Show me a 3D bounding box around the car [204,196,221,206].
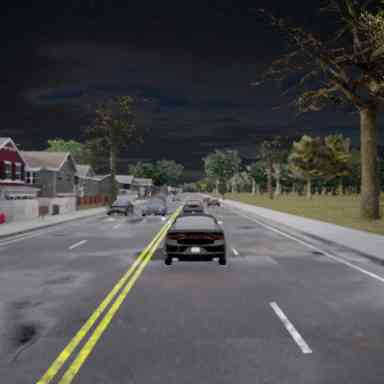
[{"bbox_3d":[3.346,1.491,52.422,1.812,1.442,4.674,0,0,0],"label":"car"}]

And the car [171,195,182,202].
[{"bbox_3d":[-3.244,1.423,71.163,1.837,1.490,4.892,0,0,0],"label":"car"}]

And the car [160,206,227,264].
[{"bbox_3d":[0.102,1.473,11.809,1.882,1.535,5.008,0,0,0],"label":"car"}]

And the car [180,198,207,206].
[{"bbox_3d":[0.105,1.490,30.248,1.837,1.490,4.892,0,0,0],"label":"car"}]

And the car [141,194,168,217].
[{"bbox_3d":[-3.343,1.337,30.499,2.097,1.767,4.553,0,0,0],"label":"car"}]

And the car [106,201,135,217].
[{"bbox_3d":[-6.596,1.532,31.450,2.033,1.411,5.357,0,0,0],"label":"car"}]
